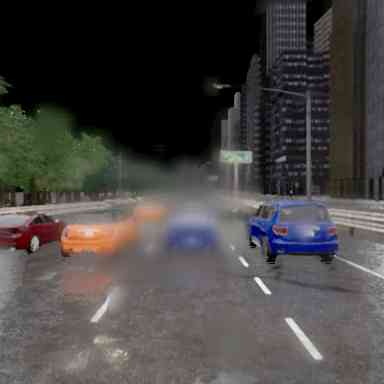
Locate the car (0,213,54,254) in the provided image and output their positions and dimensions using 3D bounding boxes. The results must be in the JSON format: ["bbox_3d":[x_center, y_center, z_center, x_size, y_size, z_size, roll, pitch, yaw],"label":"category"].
[{"bbox_3d":[-6.988,1.615,14.261,1.882,1.535,5.008,0,0,0],"label":"car"}]

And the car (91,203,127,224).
[{"bbox_3d":[-7.024,1.775,28.546,1.837,1.490,4.892,0,0,0],"label":"car"}]

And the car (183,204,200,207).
[{"bbox_3d":[-0.026,1.761,28.545,2.128,1.511,4.902,0,0,0],"label":"car"}]

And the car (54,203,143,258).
[{"bbox_3d":[-3.493,1.480,13.434,2.097,1.767,4.553,0,-1,0],"label":"car"}]

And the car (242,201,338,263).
[{"bbox_3d":[3.499,1.346,12.600,2.150,2.045,5.566,0,0,0],"label":"car"}]

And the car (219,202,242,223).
[{"bbox_3d":[3.475,1.618,28.458,2.097,1.767,4.553,0,-1,0],"label":"car"}]

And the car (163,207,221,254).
[{"bbox_3d":[0.012,1.614,14.265,1.882,1.535,5.008,0,0,0],"label":"car"}]

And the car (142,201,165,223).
[{"bbox_3d":[-3.525,1.618,28.442,2.097,1.767,4.553,0,-1,0],"label":"car"}]
